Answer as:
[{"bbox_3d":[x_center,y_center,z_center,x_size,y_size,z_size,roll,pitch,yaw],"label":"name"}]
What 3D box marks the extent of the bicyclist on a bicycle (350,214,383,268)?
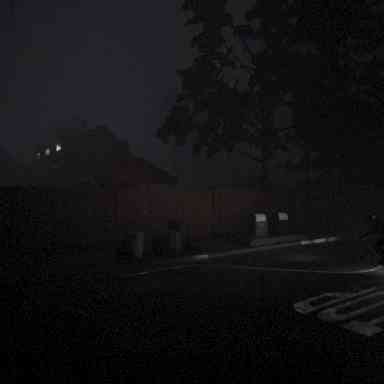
[{"bbox_3d":[5.280,1.456,9.488,0.582,1.620,1.656,0,-2,-35],"label":"bicyclist on a bicycle"}]
